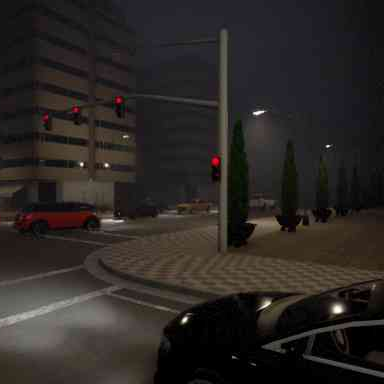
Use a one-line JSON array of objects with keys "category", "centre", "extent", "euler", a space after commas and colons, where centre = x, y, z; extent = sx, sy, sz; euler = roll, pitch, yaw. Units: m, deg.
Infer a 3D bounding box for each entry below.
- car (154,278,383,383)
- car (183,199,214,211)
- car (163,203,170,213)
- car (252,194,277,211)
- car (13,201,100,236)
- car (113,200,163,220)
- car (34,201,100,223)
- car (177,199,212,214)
[{"category": "car", "centre": [1.853, 1.492, 2.652], "extent": [4.902, 1.511, 2.128], "euler": [0, 0, 36]}, {"category": "car", "centre": [0.856, 1.619, 43.161], "extent": [1.994, 1.385, 4.181], "euler": [0, 0, 36]}, {"category": "car", "centre": [-4.593, 1.603, 35.470], "extent": [2.033, 1.411, 5.357], "euler": [0, 0, 35]}, {"category": "car", "centre": [8.813, 1.276, 41.974], "extent": [2.150, 2.045, 5.566], "euler": [0, 0, 35]}, {"category": "car", "centre": [-7.631, 1.402, 19.230], "extent": [2.097, 1.767, 4.553], "euler": [0, 0, 41]}, {"category": "car", "centre": [-4.837, 1.619, 29.058], "extent": [1.994, 1.385, 4.181], "euler": [0, 0, 35]}, {"category": "car", "centre": [-10.212, 1.560, 27.513], "extent": [1.837, 1.490, 4.892], "euler": [0, 0, 35]}, {"category": "car", "centre": [0.311, 1.533, 36.346], "extent": [1.882, 1.535, 5.008], "euler": [0, 0, 35]}]
